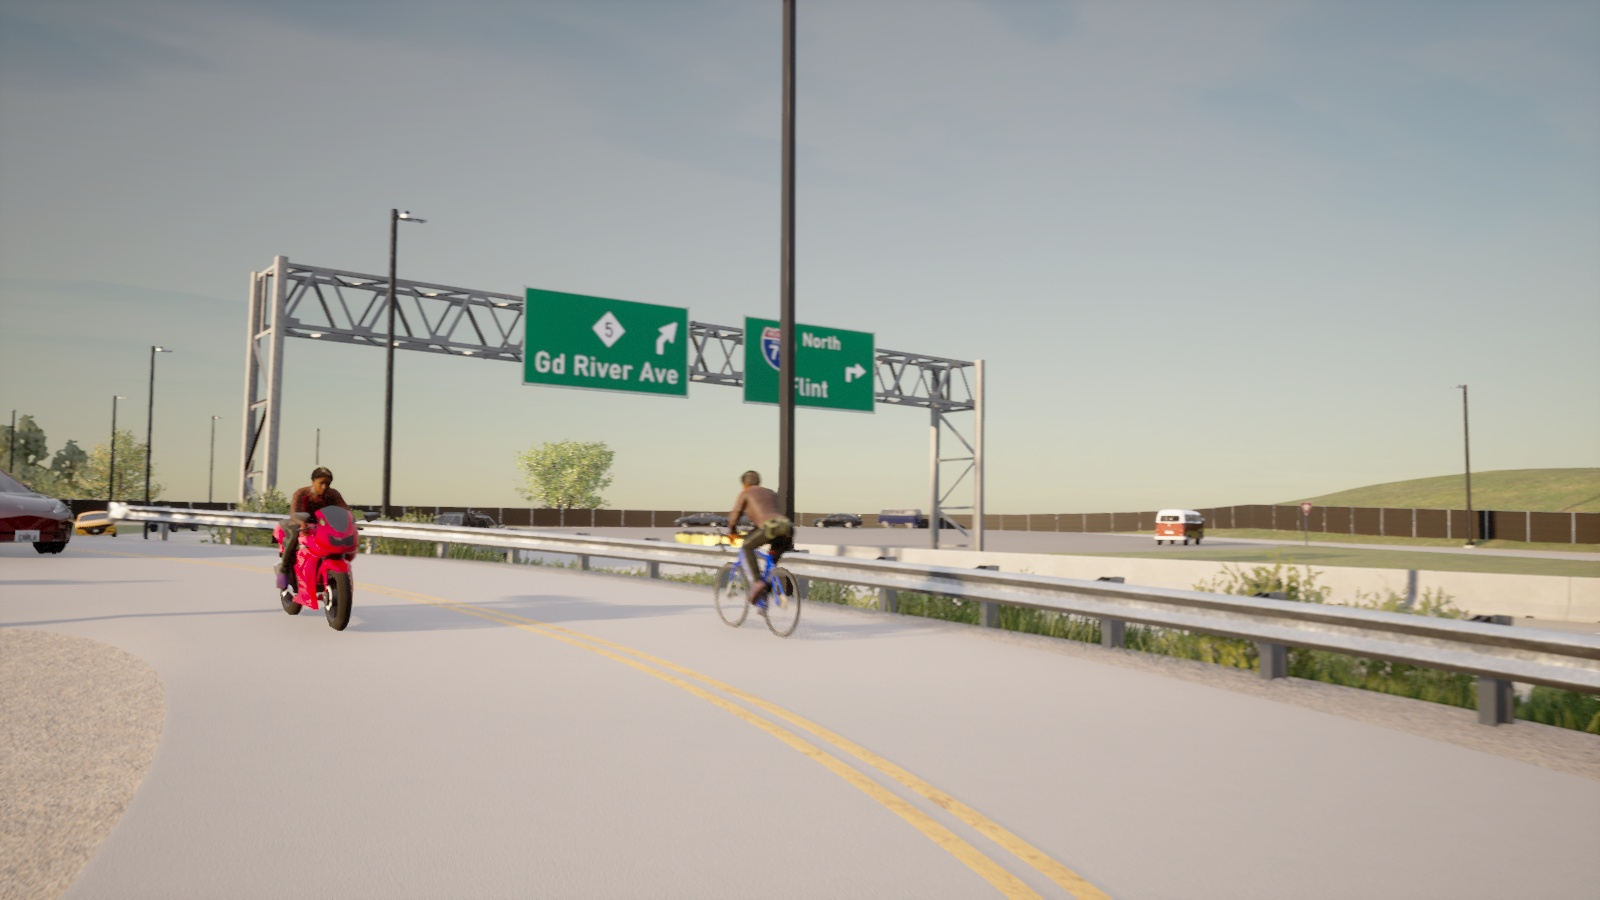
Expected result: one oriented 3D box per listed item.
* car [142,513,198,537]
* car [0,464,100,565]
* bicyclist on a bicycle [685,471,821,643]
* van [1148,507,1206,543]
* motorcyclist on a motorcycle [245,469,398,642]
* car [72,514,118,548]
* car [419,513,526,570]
[{"bbox_3d":[-44.184,5.265,88.176,1.851,1.617,3.988,0,-3,2],"label":"car"},{"bbox_3d":[-13.715,0.946,19.977,4.792,1.488,2.163,1,-3,28],"label":"car"},{"bbox_3d":[-0.505,1.034,12.697,0.582,1.620,1.656,2,-2,-33],"label":"bicyclist on a bicycle"},{"bbox_3d":[21.918,4.313,72.905,2.069,2.038,4.480,-2,-3,32],"label":"van"},{"bbox_3d":[-4.689,0.960,12.215,0.797,1.523,2.044,2,-1,-38],"label":"motorcyclist on a motorcycle"},{"bbox_3d":[-38.472,4.386,68.458,1.882,1.535,5.008,-7,1,-31],"label":"car"},{"bbox_3d":[-11.346,3.110,43.291,1.932,1.855,4.605,3,-4,-36],"label":"car"}]
